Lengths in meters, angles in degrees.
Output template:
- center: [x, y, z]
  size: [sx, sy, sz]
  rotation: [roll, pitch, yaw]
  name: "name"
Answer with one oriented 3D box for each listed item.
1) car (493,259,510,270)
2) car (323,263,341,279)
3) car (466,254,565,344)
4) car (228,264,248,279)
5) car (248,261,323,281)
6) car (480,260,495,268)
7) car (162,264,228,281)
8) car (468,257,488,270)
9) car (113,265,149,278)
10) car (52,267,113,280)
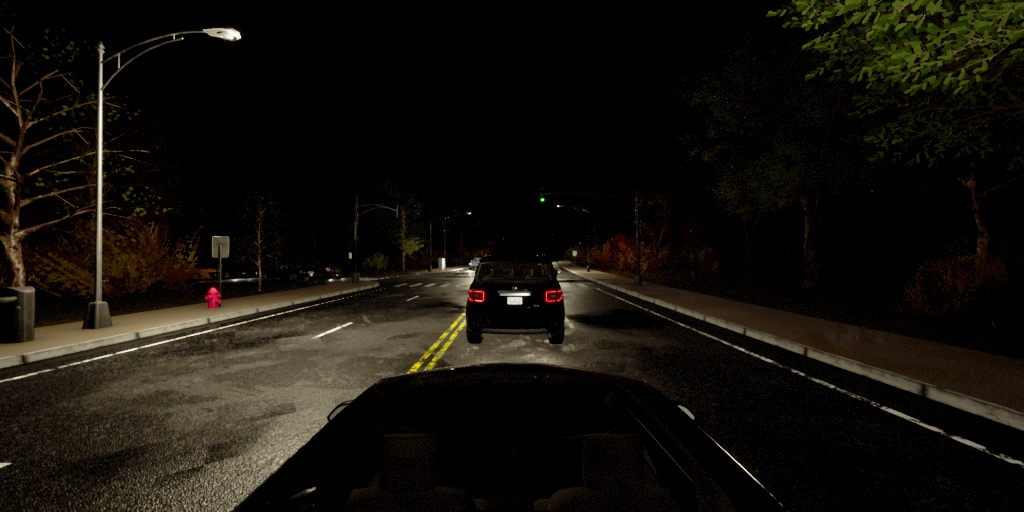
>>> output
- center: [-1.451, 1.190, 51.990]
  size: [2.128, 1.511, 4.902]
  rotation: [0, 0, 2]
  name: "car"
- center: [-18.734, 1.260, 34.223]
  size: [4.553, 1.767, 2.097]
  rotation: [-1, -1, 9]
  name: "car"
- center: [0.110, 0.972, 9.727]
  size: [2.150, 2.045, 5.566]
  rotation: [0, 0, 1]
  name: "car"
- center: [-28.961, 1.523, 35.953]
  size: [4.892, 1.490, 1.837]
  rotation: [-1, -1, 10]
  name: "car"
- center: [-19.561, 1.375, 31.041]
  size: [4.902, 1.511, 2.128]
  rotation: [-1, -1, 10]
  name: "car"
- center: [-4.065, 1.285, 59.876]
  size: [1.895, 1.301, 4.718]
  rotation: [0, 0, 5]
  name: "car"
- center: [-29.104, 1.464, 32.678]
  size: [5.008, 1.535, 1.882]
  rotation: [0, -1, 10]
  name: "car"
- center: [-4.768, 1.055, 50.920]
  size: [2.097, 1.767, 4.553]
  rotation: [0, 0, 4]
  name: "car"
- center: [-41.296, 1.495, 38.084]
  size: [4.553, 1.767, 2.097]
  rotation: [0, -1, 10]
  name: "car"
- center: [-42.261, 1.624, 34.953]
  size: [4.892, 1.490, 1.837]
  rotation: [0, -1, 10]
  name: "car"
